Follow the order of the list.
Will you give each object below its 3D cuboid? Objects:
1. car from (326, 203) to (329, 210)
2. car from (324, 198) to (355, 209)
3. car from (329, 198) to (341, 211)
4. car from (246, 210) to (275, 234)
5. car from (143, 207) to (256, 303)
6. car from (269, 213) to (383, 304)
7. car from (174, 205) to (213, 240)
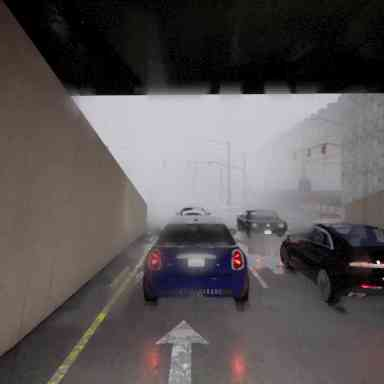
[{"bbox_3d":[17.506,1.469,39.323,2.038,1.542,4.974,0,0,45],"label":"car"},{"bbox_3d":[17.542,1.311,39.360,1.853,1.218,4.536,0,0,45],"label":"car"},{"bbox_3d":[17.405,1.467,34.716,2.038,1.542,4.974,0,0,-35],"label":"car"},{"bbox_3d":[3.581,1.608,17.954,1.895,1.301,4.718,0,0,0],"label":"car"},{"bbox_3d":[0.083,1.356,8.400,2.097,1.767,4.553,0,0,0],"label":"car"},{"bbox_3d":[3.582,1.496,8.137,2.128,1.511,4.902,0,0,0],"label":"car"},{"bbox_3d":[0.058,1.533,18.102,1.812,1.442,4.674,0,0,0],"label":"car"}]
